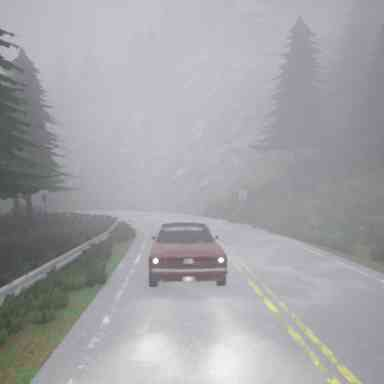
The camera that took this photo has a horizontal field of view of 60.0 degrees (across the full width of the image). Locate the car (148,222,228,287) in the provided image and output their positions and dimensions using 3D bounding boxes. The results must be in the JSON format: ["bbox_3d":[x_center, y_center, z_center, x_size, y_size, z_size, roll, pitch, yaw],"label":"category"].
[{"bbox_3d":[-0.199,1.591,9.475,1.895,1.301,4.718,0,0,-3],"label":"car"}]

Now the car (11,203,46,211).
[{"bbox_3d":[-19.495,2.111,39.645,4.902,1.511,2.128,-2,3,28],"label":"car"}]
